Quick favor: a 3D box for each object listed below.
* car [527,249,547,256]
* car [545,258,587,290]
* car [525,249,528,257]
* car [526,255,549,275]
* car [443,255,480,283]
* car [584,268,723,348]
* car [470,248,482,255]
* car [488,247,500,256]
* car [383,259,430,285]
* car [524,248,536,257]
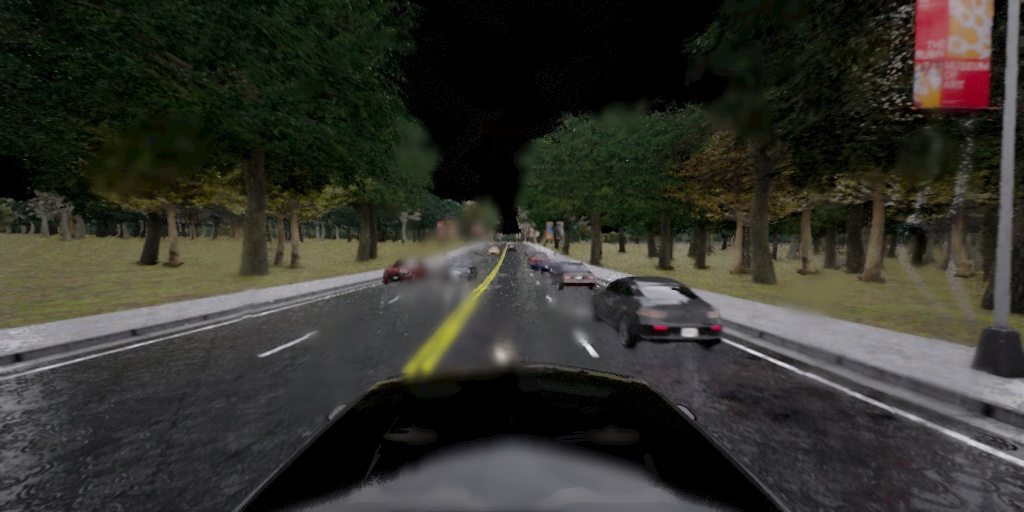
[{"bbox_3d":[3.250,0.325,41.800,2.097,1.767,4.553,0,2,0],"label":"car"},{"bbox_3d":[3.250,1.044,19.857,2.033,1.411,5.357,0,1,0],"label":"car"},{"bbox_3d":[3.250,0.064,52.848,1.895,1.301,4.718,0,3,0],"label":"car"},{"bbox_3d":[2.900,0.877,31.571,1.895,1.301,4.718,0,1,-12],"label":"car"},{"bbox_3d":[-3.341,0.916,23.892,2.128,1.511,4.902,0,1,0],"label":"car"},{"bbox_3d":[3.250,1.204,8.861,1.812,1.442,4.674,0,1,0],"label":"car"},{"bbox_3d":[-6.510,-0.741,64.981,2.033,1.411,5.357,0,4,0],"label":"car"},{"bbox_3d":[-3.267,-0.819,64.969,1.882,1.535,5.008,0,4,1],"label":"car"},{"bbox_3d":[-6.590,0.921,22.796,1.882,1.535,5.008,0,1,0],"label":"car"},{"bbox_3d":[3.250,-0.610,63.827,1.895,1.301,4.718,0,4,0],"label":"car"}]
